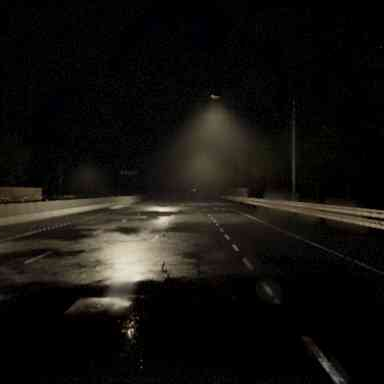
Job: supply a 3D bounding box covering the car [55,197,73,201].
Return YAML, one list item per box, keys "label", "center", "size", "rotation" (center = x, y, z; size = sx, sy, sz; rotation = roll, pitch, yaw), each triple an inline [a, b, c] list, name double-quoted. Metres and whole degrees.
- label: "car"
  center: [-24.677, 1.599, 65.525]
  size: [1.895, 1.301, 4.718]
  rotation: [0, 0, 0]

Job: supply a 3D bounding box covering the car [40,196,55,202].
- label: "car"
  center: [-28.177, 1.504, 65.542]
  size: [1.837, 1.490, 4.892]
  rotation: [0, 0, 0]

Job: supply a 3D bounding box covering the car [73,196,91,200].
- label: "car"
  center: [-21.178, 1.529, 65.580]
  size: [1.812, 1.442, 4.674]
  rotation: [0, 0, 0]

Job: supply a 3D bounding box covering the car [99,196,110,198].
- label: "car"
  center: [-17.685, 1.483, 67.448]
  size: [1.882, 1.535, 5.008]
  rotation: [0, 0, 0]
